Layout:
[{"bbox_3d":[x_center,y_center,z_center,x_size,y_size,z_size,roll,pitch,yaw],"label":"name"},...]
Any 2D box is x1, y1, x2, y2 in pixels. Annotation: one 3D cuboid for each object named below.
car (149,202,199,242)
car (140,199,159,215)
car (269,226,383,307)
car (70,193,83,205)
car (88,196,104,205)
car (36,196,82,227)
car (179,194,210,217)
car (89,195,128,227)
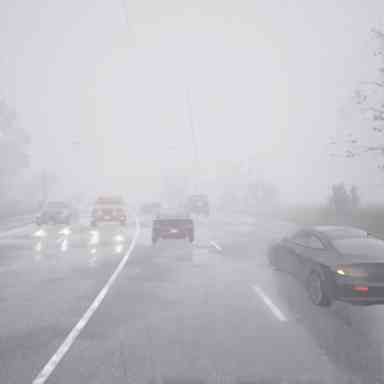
[{"bbox_3d":[-1.033,1.487,16.465,1.882,1.535,5.008,0,0,-6],"label":"car"},{"bbox_3d":[-4.303,1.501,34.545,1.882,1.535,5.008,0,0,-14],"label":"car"},{"bbox_3d":[3.245,1.522,7.849,1.812,1.442,4.674,0,0,-3],"label":"car"},{"bbox_3d":[-21.742,1.269,62.107,2.150,2.045,5.566,0,0,-26],"label":"car"},{"bbox_3d":[-18.288,1.595,63.043,2.033,1.411,5.357,0,0,-26],"label":"car"},{"bbox_3d":[-9.296,1.377,23.237,2.097,1.767,4.553,0,0,-10],"label":"car"},{"bbox_3d":[0.071,1.237,31.270,2.150,2.045,5.566,0,0,-12],"label":"car"},{"bbox_3d":[-5.758,1.241,23.511,2.150,2.045,5.566,0,0,-10],"label":"car"}]
